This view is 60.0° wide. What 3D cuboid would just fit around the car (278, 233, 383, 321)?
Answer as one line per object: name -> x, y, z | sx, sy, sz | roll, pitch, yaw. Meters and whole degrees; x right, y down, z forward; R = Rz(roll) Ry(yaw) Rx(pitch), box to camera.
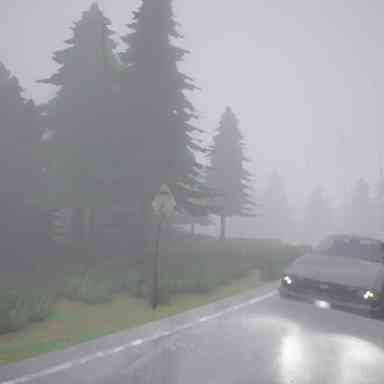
car -> 3.974, 1.722, 7.979 | 2.033, 1.411, 5.357 | 1, -2, 39
